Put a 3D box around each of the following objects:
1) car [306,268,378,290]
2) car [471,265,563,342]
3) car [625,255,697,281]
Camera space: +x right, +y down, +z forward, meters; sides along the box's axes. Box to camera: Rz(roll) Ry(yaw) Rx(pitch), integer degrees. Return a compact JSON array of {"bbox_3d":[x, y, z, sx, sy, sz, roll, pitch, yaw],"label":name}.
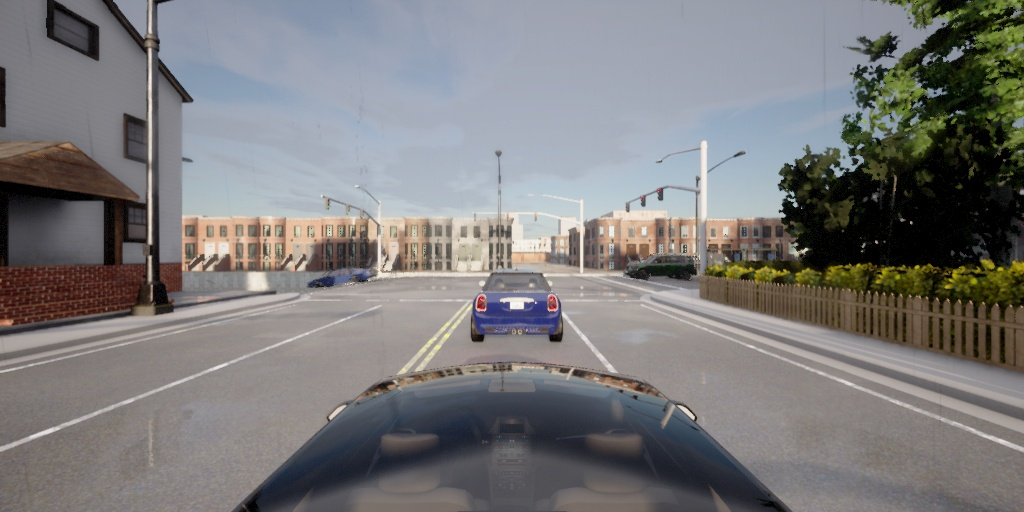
[{"bbox_3d":[-13.944,1.754,29.566,5.357,1.411,2.033,-9,0,0],"label":"car"},{"bbox_3d":[0.109,1.097,9.948,2.097,1.767,4.553,0,0,0],"label":"car"},{"bbox_3d":[12.257,0.955,29.650,5.566,2.045,2.150,0,0,0],"label":"car"}]
